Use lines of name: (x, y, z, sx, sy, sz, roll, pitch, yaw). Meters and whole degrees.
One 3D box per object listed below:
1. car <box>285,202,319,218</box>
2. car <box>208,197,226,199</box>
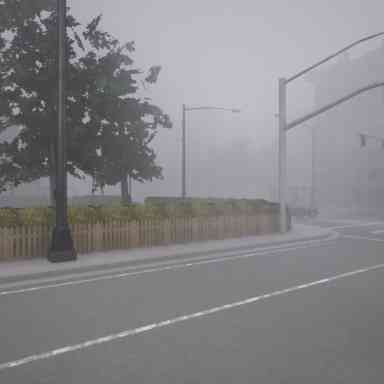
car: (8.918, 1.600, 29.920, 1.895, 1.301, 4.718, 0, 0, -35)
car: (3.272, 1.351, 38.029, 2.097, 1.767, 4.553, 0, 0, -35)
